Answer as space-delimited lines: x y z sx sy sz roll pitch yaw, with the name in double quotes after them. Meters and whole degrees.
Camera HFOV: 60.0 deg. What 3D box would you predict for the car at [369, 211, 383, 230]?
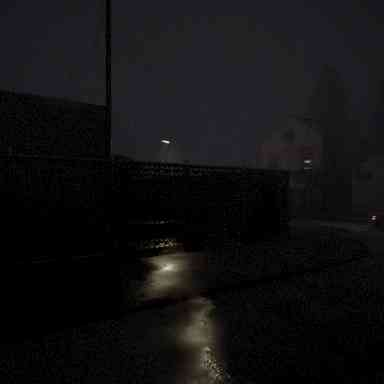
13.257 1.478 19.587 5.008 1.535 1.882 0 2 33 "car"
